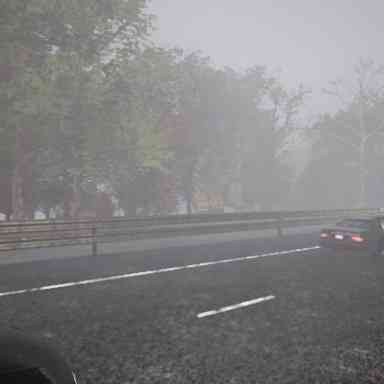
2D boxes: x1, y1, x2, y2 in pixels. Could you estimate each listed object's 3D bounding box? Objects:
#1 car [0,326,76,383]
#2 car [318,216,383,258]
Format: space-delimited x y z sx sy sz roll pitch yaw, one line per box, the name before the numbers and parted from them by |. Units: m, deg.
car | -3.069 1.477 1.570 4.902 1.511 2.128 1 0 -35
car | 7.266 1.675 13.317 5.357 1.411 2.033 1 0 -36
